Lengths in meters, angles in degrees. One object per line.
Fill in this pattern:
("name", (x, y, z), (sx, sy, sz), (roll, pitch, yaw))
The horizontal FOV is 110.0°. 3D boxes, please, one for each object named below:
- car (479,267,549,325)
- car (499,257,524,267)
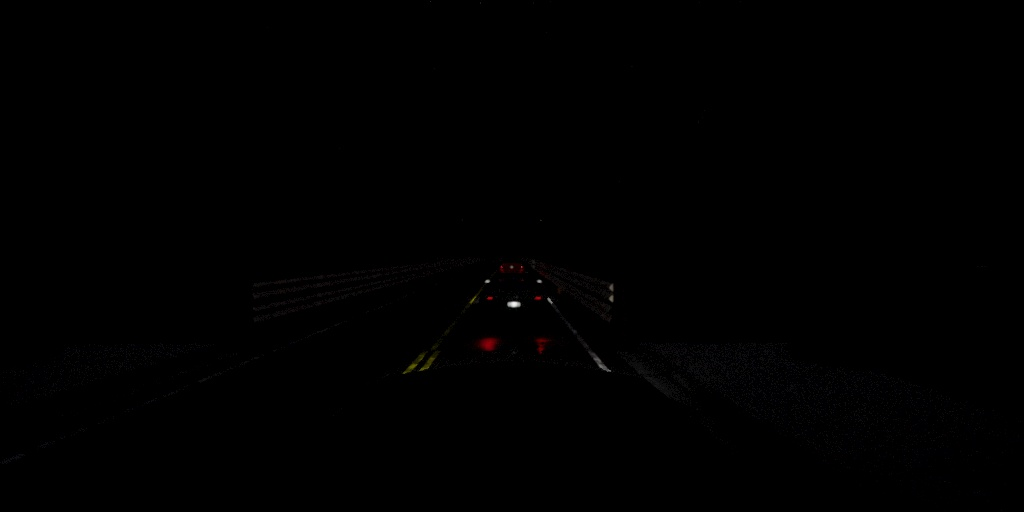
("car", (0.049, 1.240, 11.540), (1.994, 1.385, 4.181), (0, 0, 0))
("car", (-0.024, 0.887, 30.294), (2.097, 1.767, 4.553), (0, 0, 0))
